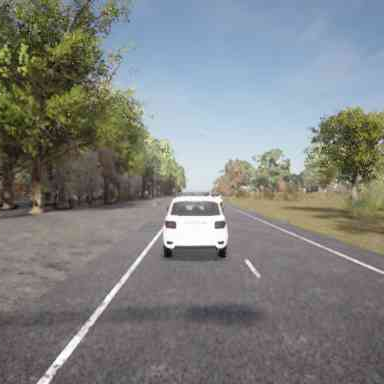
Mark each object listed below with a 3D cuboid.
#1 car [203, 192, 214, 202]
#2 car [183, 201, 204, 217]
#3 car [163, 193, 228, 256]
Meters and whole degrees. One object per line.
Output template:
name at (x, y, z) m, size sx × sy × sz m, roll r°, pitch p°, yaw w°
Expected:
car at (3.591, 1.052, 73.099) m, size 2.150 × 2.045 × 5.566 m, roll 0°, pitch 0°, yaw 0°
car at (0.137, 1.524, 31.468) m, size 1.895 × 1.301 × 4.718 m, roll 0°, pitch 0°, yaw 0°
car at (0.114, 1.189, 13.016) m, size 2.150 × 2.045 × 5.566 m, roll 0°, pitch 0°, yaw 0°
